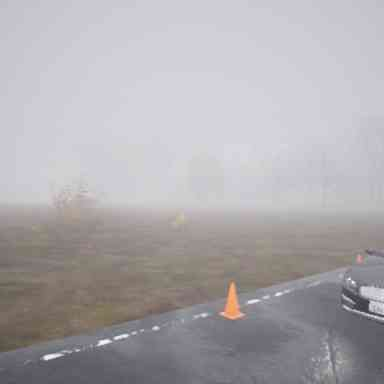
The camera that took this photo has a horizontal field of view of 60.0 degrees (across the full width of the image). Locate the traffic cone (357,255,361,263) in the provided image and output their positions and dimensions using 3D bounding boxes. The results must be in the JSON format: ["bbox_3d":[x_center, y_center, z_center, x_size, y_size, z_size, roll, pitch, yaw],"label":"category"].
[{"bbox_3d":[4.648,2.043,9.236,0.340,0.580,0.340,1,0,-39],"label":"traffic cone"}]

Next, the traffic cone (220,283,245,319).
[{"bbox_3d":[0.759,1.997,6.206,0.340,0.580,0.340,1,0,-37],"label":"traffic cone"}]

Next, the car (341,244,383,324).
[{"bbox_3d":[4.860,1.565,6.669,4.902,1.511,2.128,1,0,-38],"label":"car"}]
